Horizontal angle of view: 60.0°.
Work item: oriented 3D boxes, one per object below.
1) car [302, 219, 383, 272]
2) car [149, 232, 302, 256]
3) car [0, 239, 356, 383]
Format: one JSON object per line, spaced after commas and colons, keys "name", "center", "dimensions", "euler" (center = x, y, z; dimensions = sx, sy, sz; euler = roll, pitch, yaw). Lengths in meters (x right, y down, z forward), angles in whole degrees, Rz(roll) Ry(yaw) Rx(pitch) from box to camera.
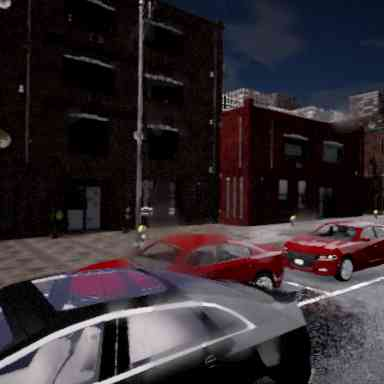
{"name": "car", "center": [4.569, 1.532, 9.794], "dimensions": [4.507, 1.381, 1.887], "euler": [0, 1, -35]}
{"name": "car", "center": [-0.103, 1.540, 6.559], "dimensions": [4.507, 1.381, 1.887], "euler": [0, 1, -35]}
{"name": "car", "center": [-1.086, 1.491, 2.592], "dimensions": [4.902, 1.511, 2.128], "euler": [0, 0, -35]}
